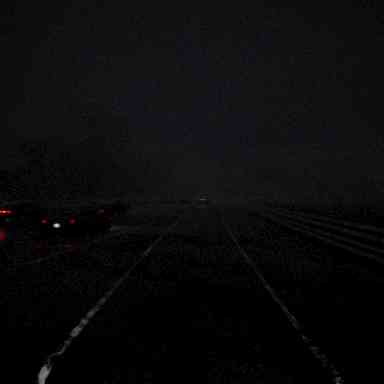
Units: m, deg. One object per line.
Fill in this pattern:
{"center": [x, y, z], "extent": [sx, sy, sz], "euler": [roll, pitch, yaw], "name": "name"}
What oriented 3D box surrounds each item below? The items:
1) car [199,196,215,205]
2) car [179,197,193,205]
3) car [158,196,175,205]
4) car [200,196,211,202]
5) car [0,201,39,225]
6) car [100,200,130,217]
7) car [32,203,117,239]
{"center": [2.467, 1.630, 62.498], "extent": [2.128, 1.511, 4.902], "euler": [0, 0, 12], "name": "car"}
{"center": [-1.113, 1.663, 62.430], "extent": [1.812, 1.442, 4.674], "euler": [0, 0, 12], "name": "car"}
{"center": [-4.718, 1.486, 62.314], "extent": [2.097, 1.767, 4.553], "euler": [0, 0, 12], "name": "car"}
{"center": [3.370, 1.812, 82.967], "extent": [1.994, 1.385, 4.181], "euler": [0, 0, 13], "name": "car"}
{"center": [-11.689, 1.416, 23.064], "extent": [1.837, 1.490, 4.892], "euler": [0, 0, 9], "name": "car"}
{"center": [-7.086, 1.428, 29.853], "extent": [1.882, 1.535, 5.008], "euler": [0, 0, 9], "name": "car"}
{"center": [-5.586, 1.442, 16.465], "extent": [1.994, 1.385, 4.181], "euler": [0, 0, 8], "name": "car"}
